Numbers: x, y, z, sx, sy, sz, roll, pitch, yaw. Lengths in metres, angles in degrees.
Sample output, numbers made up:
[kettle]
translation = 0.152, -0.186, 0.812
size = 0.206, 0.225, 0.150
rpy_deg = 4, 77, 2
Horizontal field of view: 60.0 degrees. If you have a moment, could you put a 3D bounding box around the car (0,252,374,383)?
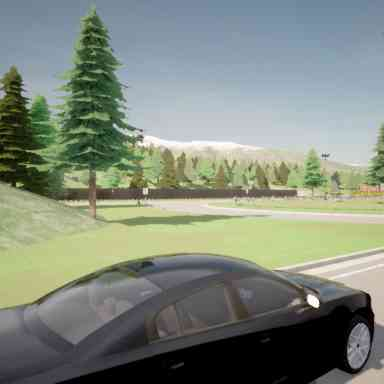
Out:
[car]
translation = 0.212, 1.478, 3.905
size = 5.008, 1.535, 1.882
rpy_deg = 0, 0, -36
